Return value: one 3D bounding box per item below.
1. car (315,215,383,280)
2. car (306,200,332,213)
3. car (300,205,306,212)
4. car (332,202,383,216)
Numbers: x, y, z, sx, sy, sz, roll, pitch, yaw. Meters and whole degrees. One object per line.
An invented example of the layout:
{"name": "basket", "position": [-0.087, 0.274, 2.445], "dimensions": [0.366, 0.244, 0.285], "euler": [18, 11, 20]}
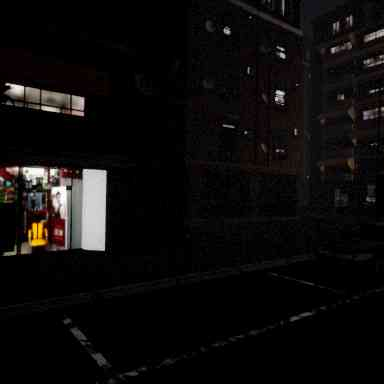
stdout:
{"name": "car", "position": [5.469, 1.588, 9.929], "dimensions": [4.206, 1.307, 1.802], "euler": [0, 1, -35]}
{"name": "car", "position": [15.508, 1.708, 40.460], "dimensions": [1.752, 1.417, 4.829], "euler": [1, -1, -35]}
{"name": "car", "position": [9.164, 1.328, 35.792], "dimensions": [2.192, 1.841, 5.009], "euler": [1, -1, -35]}
{"name": "car", "position": [15.851, 1.642, 30.555], "dimensions": [1.895, 1.301, 4.718], "euler": [2, -1, -35]}
